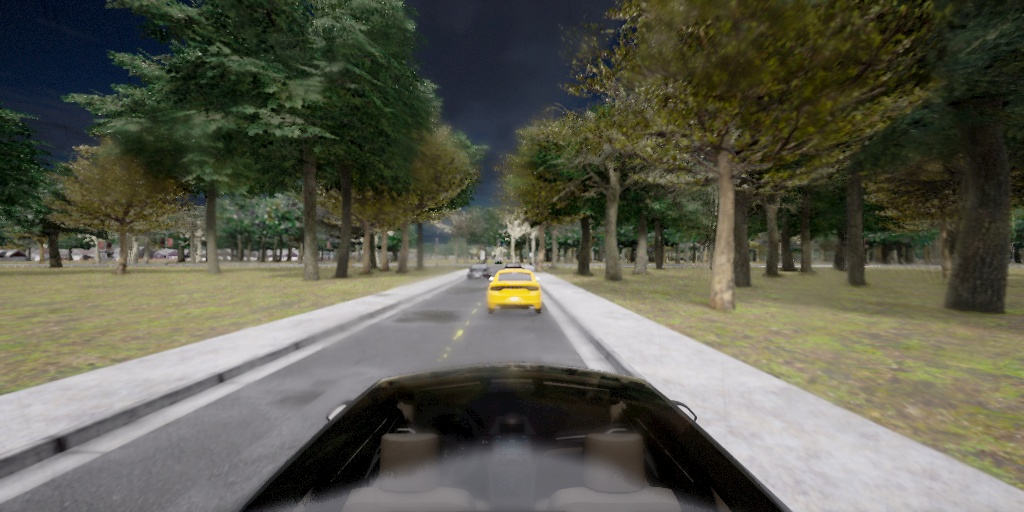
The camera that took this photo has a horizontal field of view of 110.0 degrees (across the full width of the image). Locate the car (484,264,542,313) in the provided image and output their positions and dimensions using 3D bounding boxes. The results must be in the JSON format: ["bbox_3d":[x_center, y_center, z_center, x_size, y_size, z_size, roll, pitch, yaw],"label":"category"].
[{"bbox_3d":[0.104,1.260,14.182,1.882,1.535,5.008,0,0,0],"label":"car"}]

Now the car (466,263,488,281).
[{"bbox_3d":[-2.835,1.355,31.831,1.812,1.442,4.674,0,0,0],"label":"car"}]

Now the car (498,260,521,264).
[{"bbox_3d":[0.111,1.322,32.358,2.128,1.511,4.902,0,0,0],"label":"car"}]
